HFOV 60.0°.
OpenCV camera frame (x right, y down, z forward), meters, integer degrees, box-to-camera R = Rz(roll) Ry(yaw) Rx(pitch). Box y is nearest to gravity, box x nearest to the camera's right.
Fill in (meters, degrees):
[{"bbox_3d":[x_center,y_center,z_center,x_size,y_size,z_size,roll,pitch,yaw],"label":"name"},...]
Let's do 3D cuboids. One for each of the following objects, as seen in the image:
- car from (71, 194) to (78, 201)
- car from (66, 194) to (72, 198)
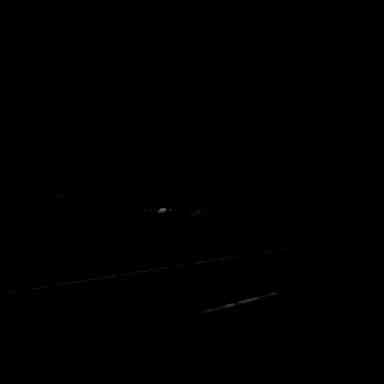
[{"bbox_3d":[-17.610,1.184,54.329,1.812,1.442,4.674,0,0,-39],"label":"car"},{"bbox_3d":[-29.465,1.442,81.046,2.128,1.511,4.902,0,0,-37],"label":"car"}]
